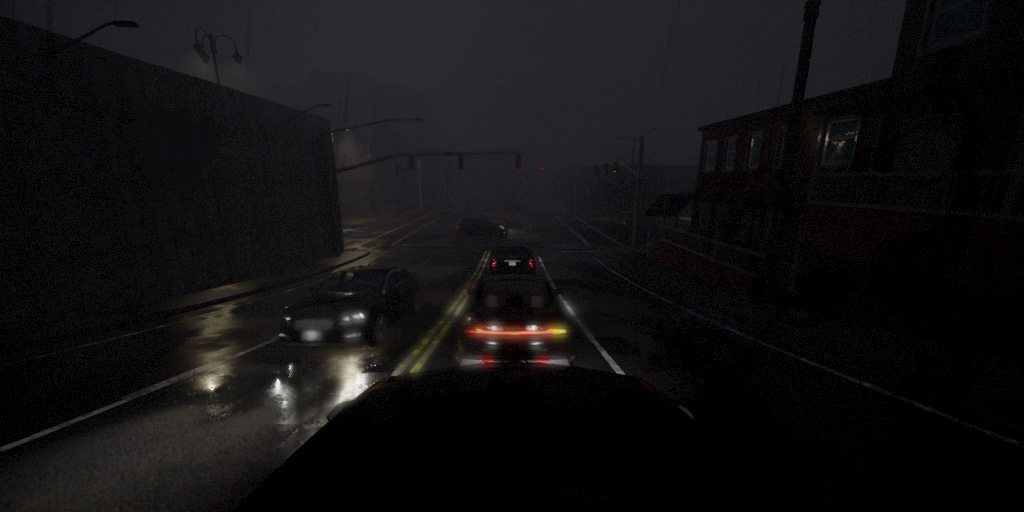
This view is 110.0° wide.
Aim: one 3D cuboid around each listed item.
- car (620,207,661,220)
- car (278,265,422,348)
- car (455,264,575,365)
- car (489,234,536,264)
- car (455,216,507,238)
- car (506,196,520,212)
[{"bbox_3d":[16.471,-5.546,46.036,5.008,1.535,1.882,0,12,0],"label":"car"},{"bbox_3d":[-3.592,1.028,8.863,2.128,1.511,4.902,0,3,0],"label":"car"},{"bbox_3d":[0.056,1.122,7.182,1.837,1.490,4.892,0,2,0],"label":"car"},{"bbox_3d":[0.026,0.085,17.435,2.097,1.767,4.553,0,7,0],"label":"car"},{"bbox_3d":[-2.742,-2.652,32.228,4.553,1.767,2.097,0,12,0],"label":"car"},{"bbox_3d":[0.131,-7.990,56.657,2.097,1.767,4.553,0,12,1],"label":"car"}]
